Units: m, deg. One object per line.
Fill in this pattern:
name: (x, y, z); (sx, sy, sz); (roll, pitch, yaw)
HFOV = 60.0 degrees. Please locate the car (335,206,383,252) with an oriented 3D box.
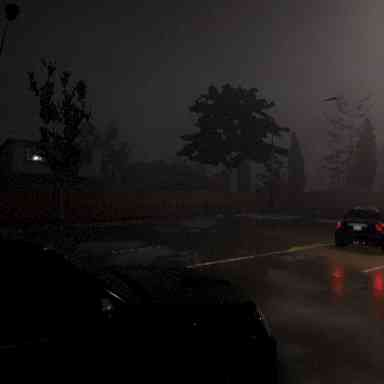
car: (7.931, 1.372, 13.697); (4.553, 1.767, 2.097); (0, 0, -35)

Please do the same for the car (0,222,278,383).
car: (-1.824, 1.217, 2.440); (5.566, 2.045, 2.150); (0, 0, -35)
